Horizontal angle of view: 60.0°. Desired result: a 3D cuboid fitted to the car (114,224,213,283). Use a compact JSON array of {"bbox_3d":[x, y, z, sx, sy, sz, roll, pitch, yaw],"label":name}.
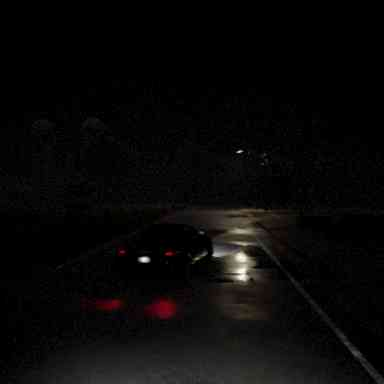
[{"bbox_3d":[-0.653,1.666,10.208,1.994,1.385,4.181,-1,-1,16],"label":"car"}]
